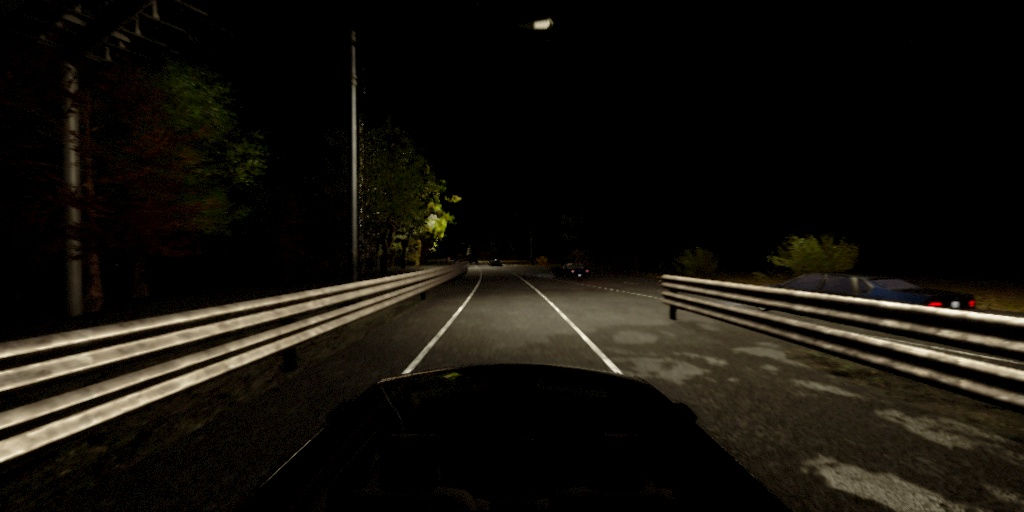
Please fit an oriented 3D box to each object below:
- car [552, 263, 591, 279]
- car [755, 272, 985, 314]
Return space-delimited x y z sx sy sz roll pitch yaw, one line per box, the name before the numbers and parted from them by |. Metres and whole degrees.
car | 5.007 1.287 31.248 1.895 1.301 4.718 0 0 -13
car | 9.722 1.179 10.758 2.033 1.411 5.357 0 0 -13
